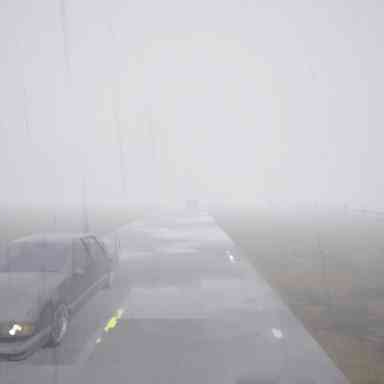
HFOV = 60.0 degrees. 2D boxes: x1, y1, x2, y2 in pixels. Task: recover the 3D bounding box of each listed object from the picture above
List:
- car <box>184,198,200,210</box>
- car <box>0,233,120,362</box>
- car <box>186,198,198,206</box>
[{"bbox_3d":[0.022,1.641,46.054,1.837,1.490,4.892,0,0,0],"label":"car"},{"bbox_3d":[-2.810,1.572,6.552,2.033,1.411,5.357,0,0,0],"label":"car"},{"bbox_3d":[-0.012,1.724,58.357,1.994,1.385,4.181,0,0,0],"label":"car"}]
